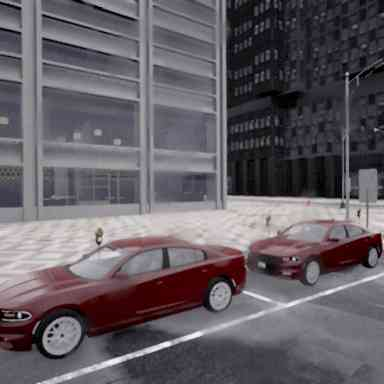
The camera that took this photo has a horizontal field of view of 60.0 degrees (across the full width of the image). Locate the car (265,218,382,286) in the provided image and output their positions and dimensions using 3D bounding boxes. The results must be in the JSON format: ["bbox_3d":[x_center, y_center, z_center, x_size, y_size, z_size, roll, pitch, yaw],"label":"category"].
[{"bbox_3d":[3.474,1.449,9.145,4.507,1.381,1.887,-1,1,-36],"label":"car"}]

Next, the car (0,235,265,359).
[{"bbox_3d":[-1.023,1.515,5.935,4.507,1.381,1.887,-1,1,-36],"label":"car"}]
